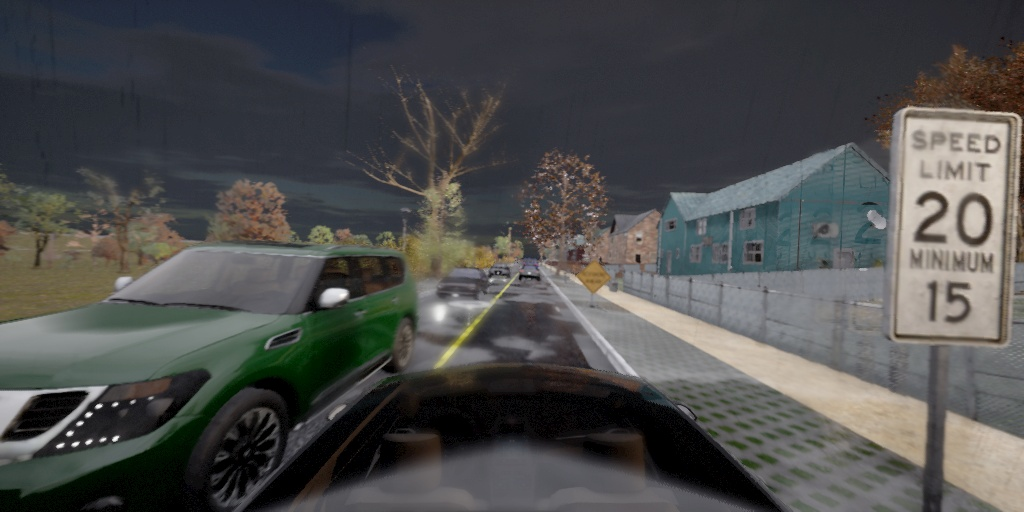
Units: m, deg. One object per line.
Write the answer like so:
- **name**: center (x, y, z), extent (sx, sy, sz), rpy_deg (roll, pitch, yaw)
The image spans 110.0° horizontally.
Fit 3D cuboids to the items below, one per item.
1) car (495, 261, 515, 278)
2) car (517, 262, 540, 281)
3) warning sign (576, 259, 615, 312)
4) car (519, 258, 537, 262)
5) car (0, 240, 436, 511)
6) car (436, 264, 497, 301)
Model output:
- **car**: center (-1.155, 1.402, 35.279), extent (1.994, 1.385, 4.181), rpy_deg (3, 0, 4)
- **car**: center (1.683, 1.537, 34.258), extent (1.994, 1.385, 4.181), rpy_deg (3, 0, 3)
- **warning sign**: center (2.967, 1.053, 13.302), extent (1.300, 1.860, 1.060), rpy_deg (0, 0, 3)
- **car**: center (2.510, 1.318, 49.705), extent (2.150, 2.045, 5.566), rpy_deg (3, 0, 3)
- **car**: center (-2.831, 0.829, 4.413), extent (2.150, 2.045, 5.566), rpy_deg (3, 0, 3)
- **car**: center (-2.163, 1.248, 17.347), extent (2.033, 1.411, 5.357), rpy_deg (3, 0, 3)
